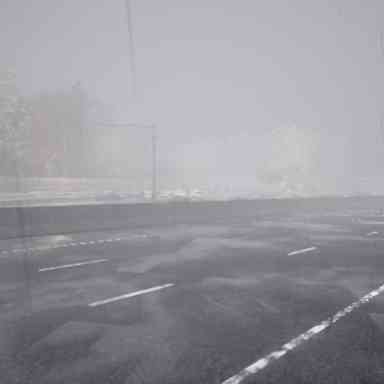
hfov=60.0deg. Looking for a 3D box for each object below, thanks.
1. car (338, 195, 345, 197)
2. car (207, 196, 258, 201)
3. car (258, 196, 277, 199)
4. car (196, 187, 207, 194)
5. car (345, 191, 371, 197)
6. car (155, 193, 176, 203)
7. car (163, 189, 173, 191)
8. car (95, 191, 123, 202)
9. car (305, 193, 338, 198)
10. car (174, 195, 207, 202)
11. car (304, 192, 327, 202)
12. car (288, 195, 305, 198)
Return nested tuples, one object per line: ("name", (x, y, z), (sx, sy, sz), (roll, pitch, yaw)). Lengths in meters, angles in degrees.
("car", (26.999, 1.199, 60.767), (4.718, 1.301, 1.895), (0, 1, -44))
("car", (4.232, 1.211, 34.237), (4.902, 1.511, 2.128), (0, 1, -44))
("car", (11.058, 1.216, 50.422), (4.718, 1.301, 1.895), (0, 1, -43))
("car", (1.893, -0.364, 74.101), (1.882, 1.535, 5.008), (0, 3, 26))
("car", (29.381, 0.874, 58.205), (5.566, 2.045, 2.150), (-1, 1, -43))
("car", (-1.950, 1.100, 38.008), (5.008, 1.535, 1.882), (2, -1, -44))
("car", (-4.472, 0.237, 60.406), (1.812, 1.442, 4.674), (0, 2, 24))
("car", (-11.140, 0.606, 44.675), (1.994, 1.385, 4.181), (0, 1, 23))
("car", (18.847, 1.170, 48.173), (4.892, 1.490, 1.837), (0, 0, -43))
("car", (0.717, 1.295, 35.722), (4.718, 1.301, 1.895), (0, 1, -44))
("car", (23.001, 0.931, 61.786), (4.553, 1.767, 2.097), (0, 0, -43))
("car", (15.675, 1.129, 49.983), (4.902, 1.511, 2.128), (0, 1, -43))
